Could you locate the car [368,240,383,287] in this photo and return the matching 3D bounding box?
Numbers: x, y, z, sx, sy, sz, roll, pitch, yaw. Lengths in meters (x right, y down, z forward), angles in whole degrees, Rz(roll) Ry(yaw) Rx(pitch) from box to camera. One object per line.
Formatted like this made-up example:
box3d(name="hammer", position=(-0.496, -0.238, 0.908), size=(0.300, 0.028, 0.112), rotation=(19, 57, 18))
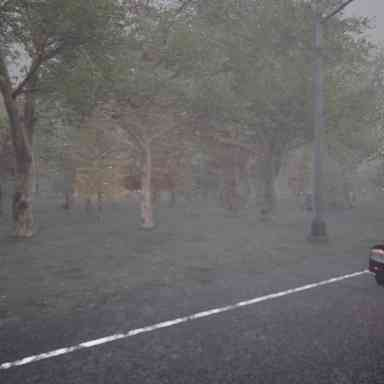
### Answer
box3d(name="car", position=(6.272, 1.537, 8.209), size=(4.902, 1.511, 2.128), rotation=(0, 0, -35))
